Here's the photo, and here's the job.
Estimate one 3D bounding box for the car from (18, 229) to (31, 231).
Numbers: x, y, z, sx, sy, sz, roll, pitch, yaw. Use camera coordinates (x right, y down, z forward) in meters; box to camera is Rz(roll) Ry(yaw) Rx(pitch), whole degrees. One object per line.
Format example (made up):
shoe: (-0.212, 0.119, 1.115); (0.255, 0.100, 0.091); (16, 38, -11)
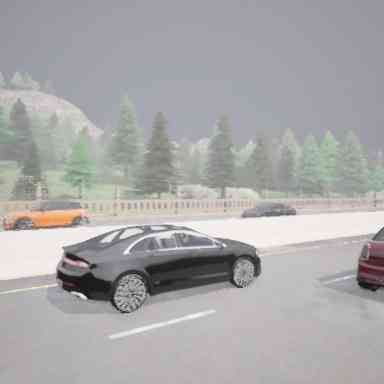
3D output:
car: (-8.409, 1.324, 19.453); (4.553, 1.767, 2.097); (0, 0, -35)

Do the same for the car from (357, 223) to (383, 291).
car: (5.980, 1.406, 7.915); (4.553, 1.767, 2.097); (1, 0, -35)

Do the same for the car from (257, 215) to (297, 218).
car: (5.903, 1.589, 25.156); (4.892, 1.490, 1.837); (1, 0, -35)

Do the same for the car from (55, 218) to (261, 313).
car: (-0.503, 1.500, 7.657); (4.902, 1.511, 2.128); (0, 0, -35)
